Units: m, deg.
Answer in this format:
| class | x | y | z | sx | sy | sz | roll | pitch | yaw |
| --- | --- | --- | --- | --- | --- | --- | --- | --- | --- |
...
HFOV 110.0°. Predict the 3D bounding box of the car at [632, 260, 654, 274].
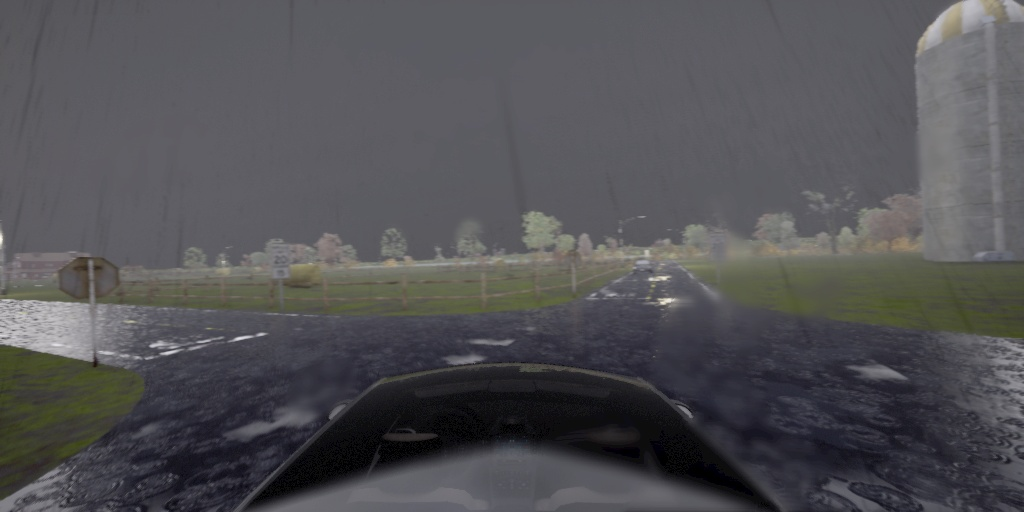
| class | x | y | z | sx | sy | sz | roll | pitch | yaw |
| --- | --- | --- | --- | --- | --- | --- | --- | --- | --- |
| car | 13.800 | 1.111 | 37.715 | 1.812 | 1.442 | 4.674 | -3 | -1 | 23 |
